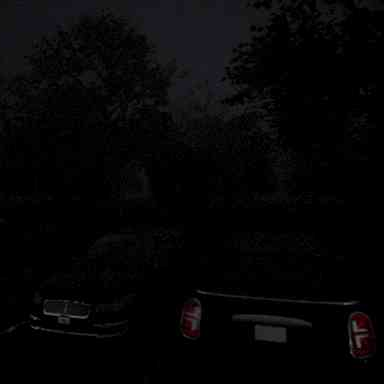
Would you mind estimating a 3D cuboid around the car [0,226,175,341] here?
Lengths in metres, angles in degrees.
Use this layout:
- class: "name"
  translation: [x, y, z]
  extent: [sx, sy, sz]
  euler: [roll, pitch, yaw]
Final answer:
- class: "car"
  translation: [-1.121, 1.520, 6.895]
  extent: [2.231, 1.521, 4.892]
  euler: [0, -1, 15]

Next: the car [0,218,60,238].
- class: "car"
  translation: [-6.012, 1.591, 10.256]
  extent: [2.163, 1.488, 4.792]
  euler: [0, -1, 15]

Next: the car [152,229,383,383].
- class: "car"
  translation: [1.285, 1.372, 5.148]
  extent: [2.185, 1.767, 4.553]
  euler: [0, -1, 15]
